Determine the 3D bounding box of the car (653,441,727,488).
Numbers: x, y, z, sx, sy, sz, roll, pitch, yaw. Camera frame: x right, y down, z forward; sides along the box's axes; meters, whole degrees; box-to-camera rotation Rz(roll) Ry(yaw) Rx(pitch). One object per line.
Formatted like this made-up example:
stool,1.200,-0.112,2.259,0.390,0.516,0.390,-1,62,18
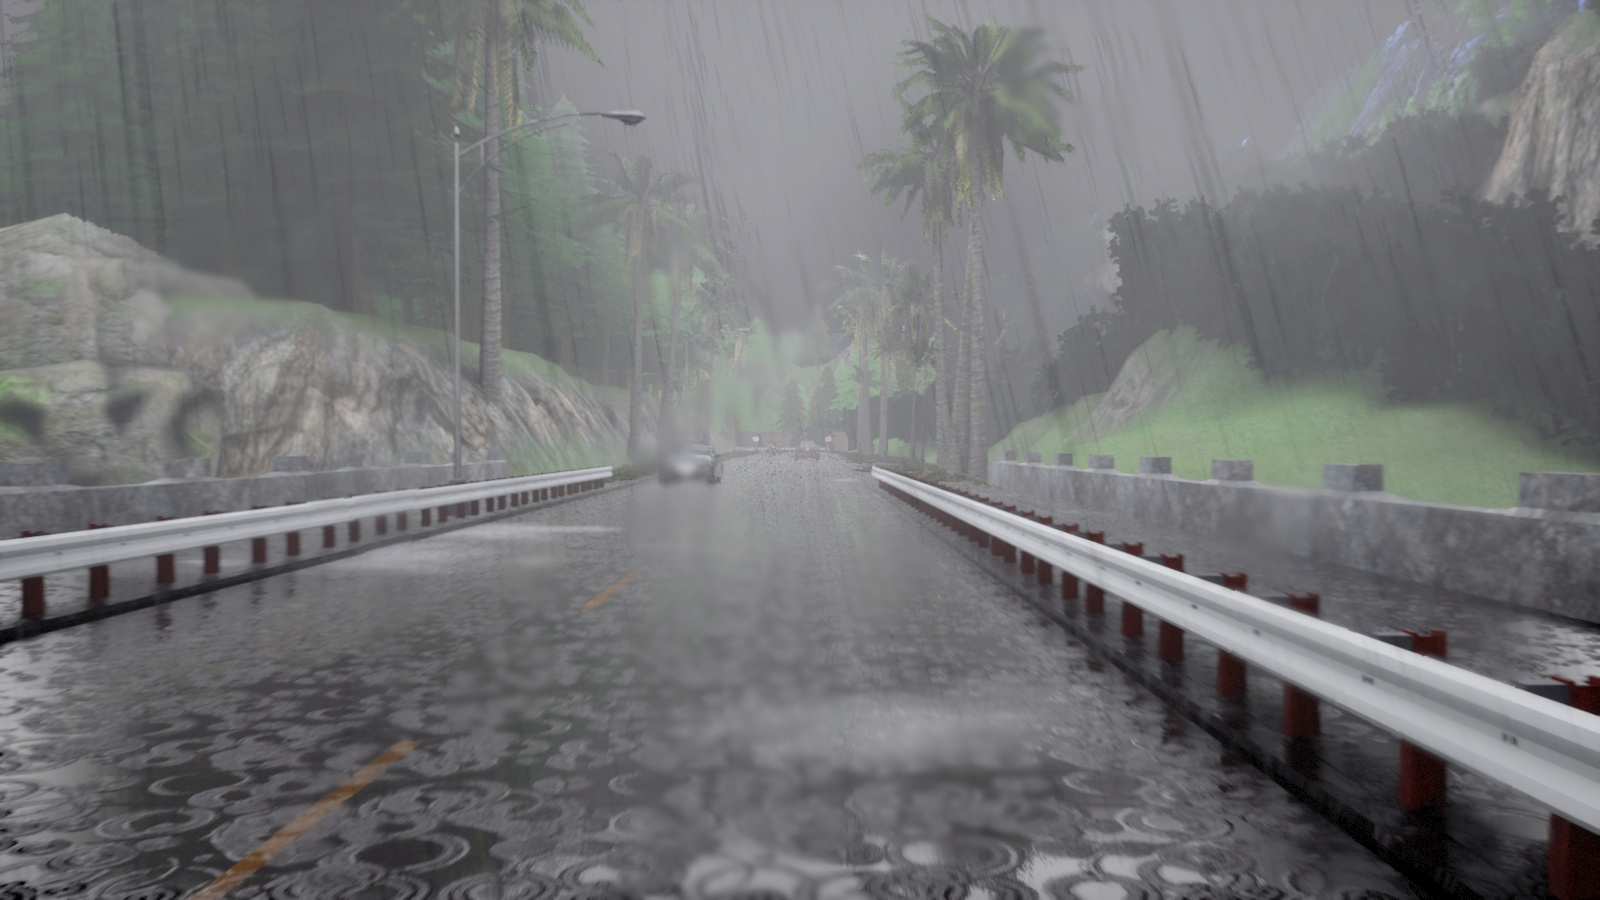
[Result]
car,-3.739,0.457,43.496,2.128,1.511,4.902,0,0,0
